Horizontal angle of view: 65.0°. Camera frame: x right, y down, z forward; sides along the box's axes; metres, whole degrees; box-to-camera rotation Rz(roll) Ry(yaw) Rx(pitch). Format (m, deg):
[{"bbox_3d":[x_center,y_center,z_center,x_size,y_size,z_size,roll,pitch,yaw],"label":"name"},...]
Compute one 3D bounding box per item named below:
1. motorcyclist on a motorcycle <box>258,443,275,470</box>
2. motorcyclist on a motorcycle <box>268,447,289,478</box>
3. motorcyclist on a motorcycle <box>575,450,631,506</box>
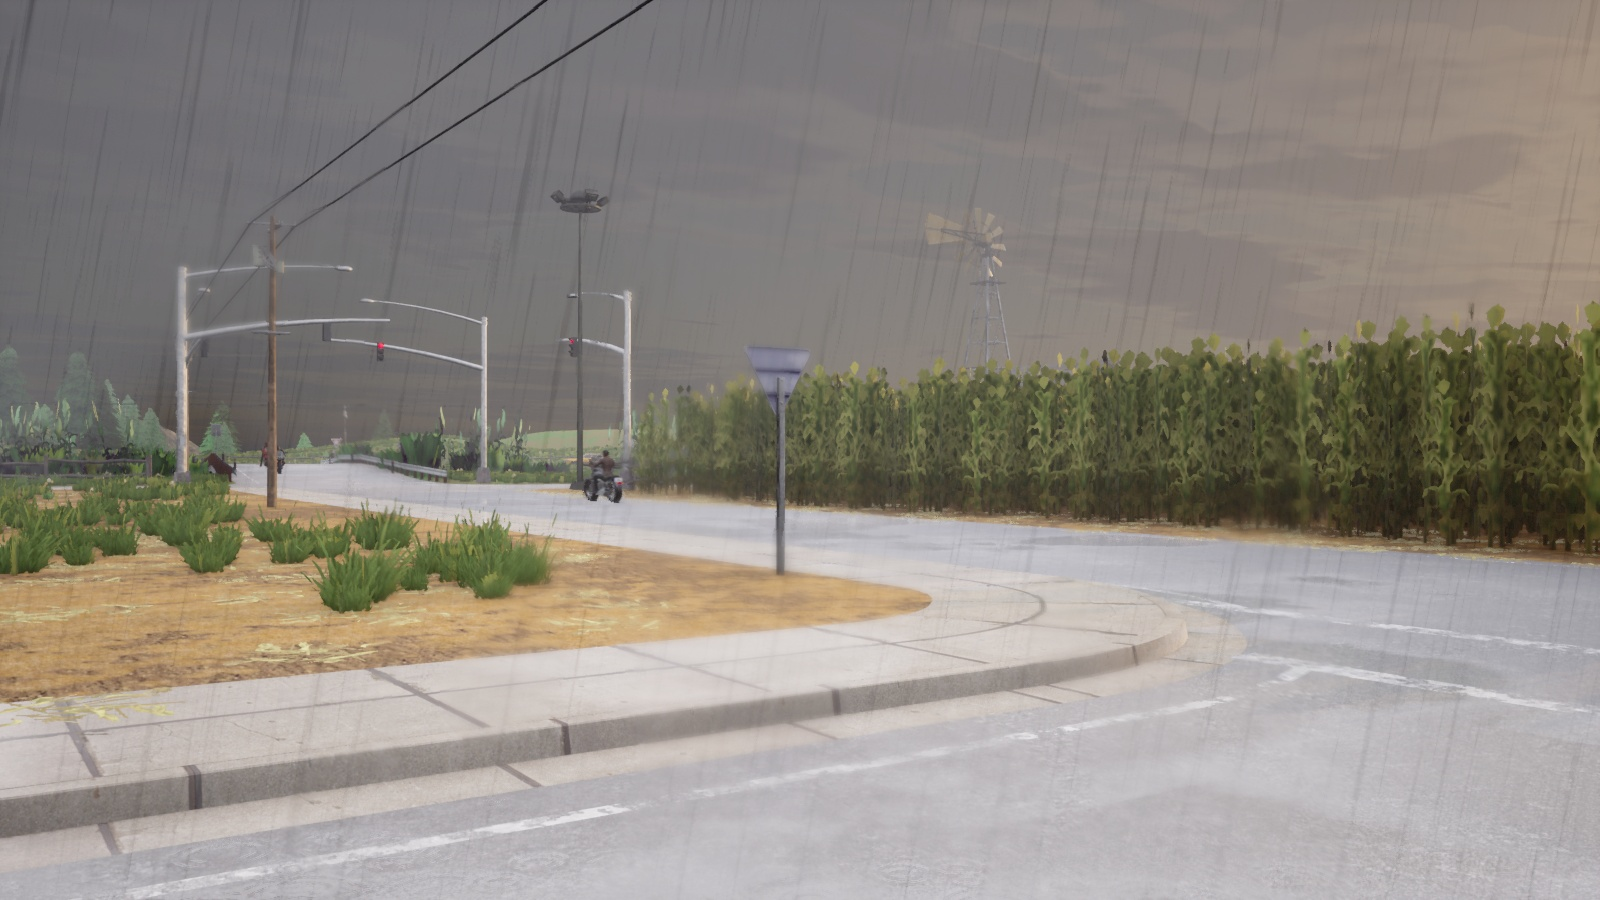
[{"bbox_3d":[-31.882,0.371,75.027,0.797,1.523,2.044,0,1,-27],"label":"motorcyclist on a motorcycle"},{"bbox_3d":[-28.523,0.664,68.635,0.866,1.530,2.191,0,3,-28],"label":"motorcyclist on a motorcycle"},{"bbox_3d":[-6.026,0.829,38.338,0.766,1.649,2.350,0,0,-34],"label":"motorcyclist on a motorcycle"}]
